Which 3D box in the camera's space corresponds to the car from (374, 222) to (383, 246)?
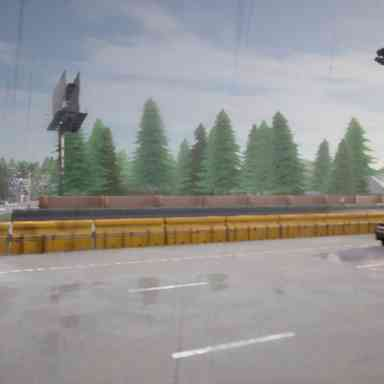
[{"bbox_3d":[10.281,1.702,14.530,4.902,1.511,2.128,0,-1,-21],"label":"car"}]
